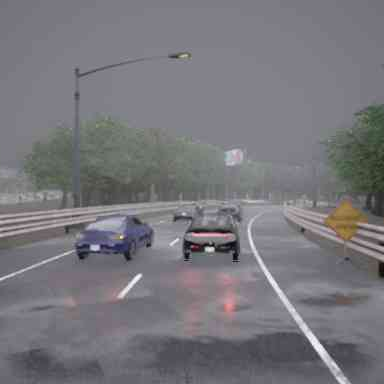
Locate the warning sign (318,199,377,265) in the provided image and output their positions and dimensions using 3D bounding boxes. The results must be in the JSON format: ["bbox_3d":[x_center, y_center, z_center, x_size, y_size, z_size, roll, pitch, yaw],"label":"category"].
[{"bbox_3d":[4.587,1.145,9.935,1.300,1.860,1.060,0,-1,5],"label":"warning sign"}]

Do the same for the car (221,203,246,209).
[{"bbox_3d":[3.193,1.649,27.059,1.837,1.490,4.892,0,0,13],"label":"car"}]

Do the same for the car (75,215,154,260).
[{"bbox_3d":[-2.727,1.569,12.493,1.812,1.442,4.674,0,-1,6],"label":"car"}]

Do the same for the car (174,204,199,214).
[{"bbox_3d":[-0.167,1.715,28.022,1.994,1.385,4.181,0,-1,13],"label":"car"}]

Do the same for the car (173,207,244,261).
[{"bbox_3d":[0.791,1.532,12.441,2.128,1.511,4.902,0,0,6],"label":"car"}]
